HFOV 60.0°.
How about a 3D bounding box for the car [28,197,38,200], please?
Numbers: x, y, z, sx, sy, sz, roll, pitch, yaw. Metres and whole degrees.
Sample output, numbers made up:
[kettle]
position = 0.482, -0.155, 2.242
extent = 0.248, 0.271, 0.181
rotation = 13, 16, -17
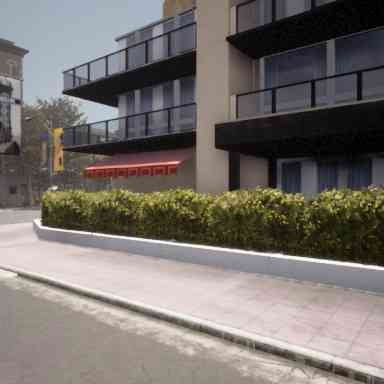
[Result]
[car]
position = -34.495, 1.481, 68.404
extent = 4.892, 1.521, 2.231
rotation = 0, 0, 37
